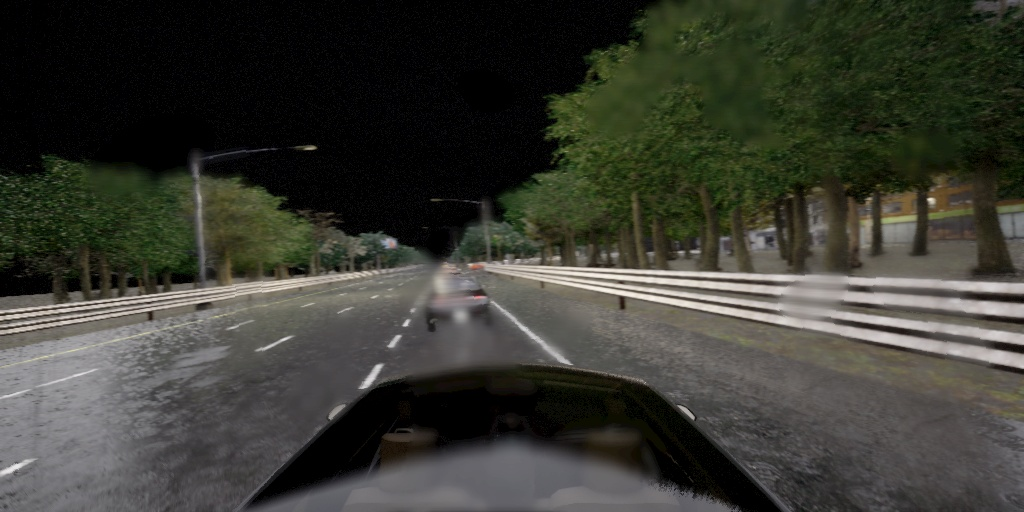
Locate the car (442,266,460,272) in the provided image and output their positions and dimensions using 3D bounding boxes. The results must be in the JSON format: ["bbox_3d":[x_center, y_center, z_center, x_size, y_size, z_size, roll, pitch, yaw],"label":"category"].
[{"bbox_3d":[-4.855,1.758,28.646,2.128,1.511,4.902,-4,0,-10],"label":"car"}]

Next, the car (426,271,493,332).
[{"bbox_3d":[-1.806,1.434,11.943,2.128,1.511,4.902,-4,0,-10],"label":"car"}]
